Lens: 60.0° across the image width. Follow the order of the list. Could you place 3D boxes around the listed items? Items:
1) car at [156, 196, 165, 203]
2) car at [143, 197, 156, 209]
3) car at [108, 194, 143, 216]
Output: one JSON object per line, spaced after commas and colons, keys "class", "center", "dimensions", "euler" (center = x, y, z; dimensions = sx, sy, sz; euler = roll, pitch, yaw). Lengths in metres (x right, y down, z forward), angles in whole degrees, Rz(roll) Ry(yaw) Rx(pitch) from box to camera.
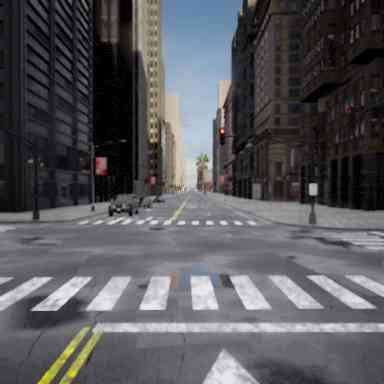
{"class": "car", "center": [-6.419, 1.558, 66.075], "dimensions": [1.994, 1.385, 4.181], "euler": [0, 0, 0]}
{"class": "car", "center": [-6.522, 1.504, 45.882], "dimensions": [1.837, 1.490, 4.892], "euler": [0, 2, 0]}
{"class": "car", "center": [-6.554, 1.233, 32.515], "dimensions": [2.150, 2.045, 5.566], "euler": [0, 0, 0]}
